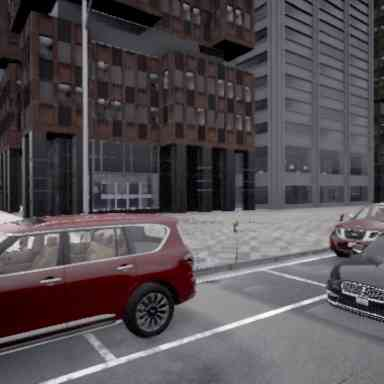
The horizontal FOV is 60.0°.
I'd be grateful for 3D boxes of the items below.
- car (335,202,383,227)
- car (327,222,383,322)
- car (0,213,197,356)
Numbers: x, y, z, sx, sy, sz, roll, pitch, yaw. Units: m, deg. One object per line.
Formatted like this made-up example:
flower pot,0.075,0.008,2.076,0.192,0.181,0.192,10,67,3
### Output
car,6.945,1.294,11.607,5.009,1.841,2.192,0,0,-35
car,4.695,1.492,6.727,4.892,1.490,1.837,0,0,-36
car,-2.239,1.313,5.056,5.009,1.841,2.192,0,0,-35
